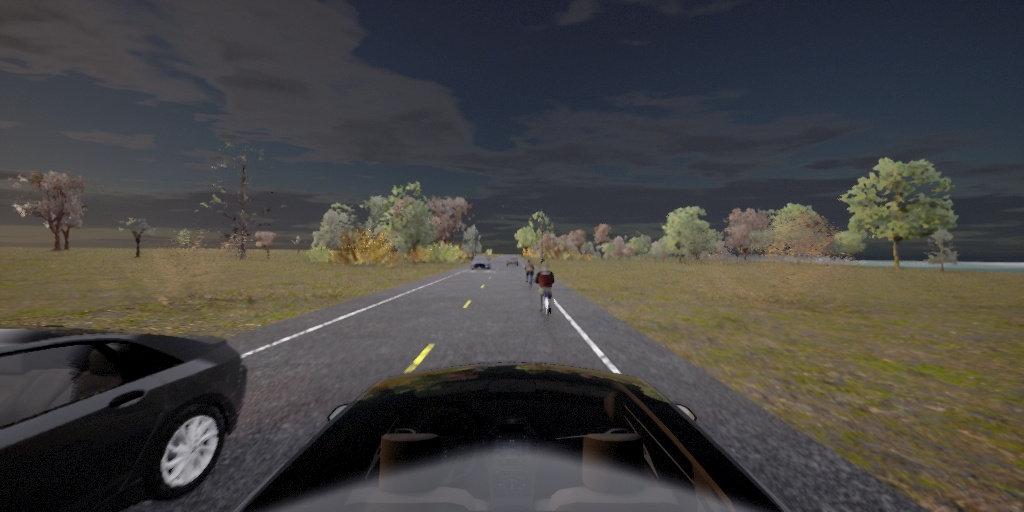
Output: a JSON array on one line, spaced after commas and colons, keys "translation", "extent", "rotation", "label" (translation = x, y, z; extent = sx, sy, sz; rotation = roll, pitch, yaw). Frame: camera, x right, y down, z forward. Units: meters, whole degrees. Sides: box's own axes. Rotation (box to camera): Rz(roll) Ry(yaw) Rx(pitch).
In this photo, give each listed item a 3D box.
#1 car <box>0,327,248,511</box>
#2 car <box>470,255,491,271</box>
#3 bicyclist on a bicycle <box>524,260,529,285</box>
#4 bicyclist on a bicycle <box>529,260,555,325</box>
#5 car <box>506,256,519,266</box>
[{"translation": [-3.599, 1.256, 1.632], "extent": [1.837, 1.490, 4.892], "rotation": [0, 0, 0], "label": "car"}, {"translation": [-3.581, 0.724, 41.580], "extent": [2.097, 1.767, 4.553], "rotation": [0, 0, 0], "label": "car"}, {"translation": [0.962, 1.033, 19.686], "extent": [0.582, 1.620, 1.656], "rotation": [0, 0, 0], "label": "bicyclist on a bicycle"}, {"translation": [0.962, 1.037, 10.587], "extent": [0.659, 1.776, 1.843], "rotation": [0, 1, 0], "label": "bicyclist on a bicycle"}, {"translation": [0.086, 0.722, 56.374], "extent": [2.128, 1.511, 4.902], "rotation": [0, 1, 0], "label": "car"}]
